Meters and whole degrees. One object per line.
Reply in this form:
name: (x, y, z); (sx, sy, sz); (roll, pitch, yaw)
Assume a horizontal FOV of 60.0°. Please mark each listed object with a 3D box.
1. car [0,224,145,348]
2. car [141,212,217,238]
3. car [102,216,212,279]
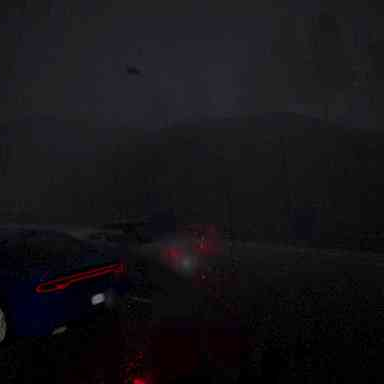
car: (-3.477, 1.434, 6.282); (5.008, 1.535, 1.882); (0, 0, 33)
car: (-1.483, 1.473, 13.363); (4.718, 1.301, 1.895); (0, 1, 31)
car: (-2.017, 1.514, 9.578); (4.718, 1.301, 1.895); (0, 1, 32)
